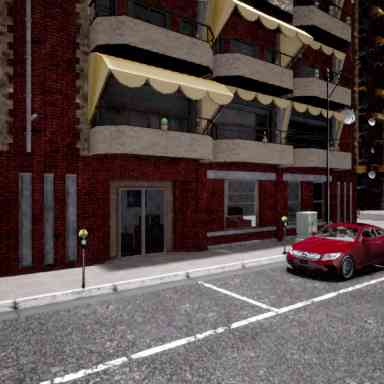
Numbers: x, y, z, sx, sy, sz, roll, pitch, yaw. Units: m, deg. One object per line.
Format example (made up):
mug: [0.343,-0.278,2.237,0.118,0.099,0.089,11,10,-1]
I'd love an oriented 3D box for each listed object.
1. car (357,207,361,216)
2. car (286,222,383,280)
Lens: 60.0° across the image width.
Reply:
car: [14.783,1.692,34.056,2.097,1.767,4.553,0,-1,-36]
car: [4.631,1.582,9.914,4.206,1.307,1.802,0,0,-35]
